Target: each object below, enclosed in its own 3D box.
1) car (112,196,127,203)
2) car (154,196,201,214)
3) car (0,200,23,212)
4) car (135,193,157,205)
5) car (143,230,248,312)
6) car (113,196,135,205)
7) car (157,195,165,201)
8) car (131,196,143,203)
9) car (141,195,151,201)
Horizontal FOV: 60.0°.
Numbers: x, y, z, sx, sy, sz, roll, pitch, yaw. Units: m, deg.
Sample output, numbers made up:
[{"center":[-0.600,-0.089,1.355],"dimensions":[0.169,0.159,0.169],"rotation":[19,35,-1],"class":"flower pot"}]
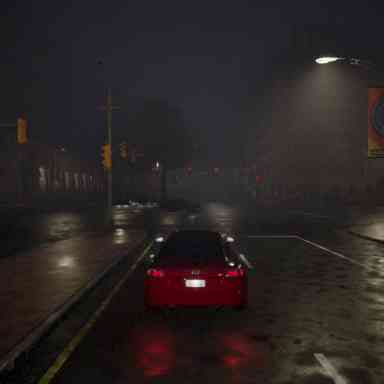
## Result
[{"center":[-14.775,1.595,67.921],"dimensions":[1.895,1.301,4.718],"rotation":[0,0,0],"class":"car"},{"center":[-1.290,1.505,35.113],"dimensions":[4.892,1.490,1.837],"rotation":[0,1,37],"class":"car"},{"center":[-22.239,1.601,38.132],"dimensions":[4.718,1.301,1.895],"rotation":[0,0,-10],"class":"car"},{"center":[-8.098,1.222,59.264],"dimensions":[2.150,2.045,5.566],"rotation":[0,0,0],"class":"car"},{"center":[0.072,1.564,7.814],"dimensions":[1.994,1.385,4.181],"rotation":[0,0,0],"class":"car"},{"center":[-11.604,1.562,56.981],"dimensions":[1.994,1.385,4.181],"rotation":[0,0,0],"class":"car"},{"center":[-8.032,1.498,86.583],"dimensions":[1.837,1.490,4.892],"rotation":[0,0,0],"class":"car"},{"center":[-11.526,1.553,69.870],"dimensions":[1.994,1.385,4.181],"rotation":[0,0,0],"class":"car"},{"center":[-11.531,1.478,84.080],"dimensions":[1.882,1.535,5.008],"rotation":[0,0,0],"class":"car"}]
